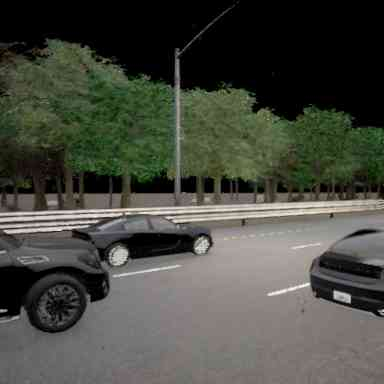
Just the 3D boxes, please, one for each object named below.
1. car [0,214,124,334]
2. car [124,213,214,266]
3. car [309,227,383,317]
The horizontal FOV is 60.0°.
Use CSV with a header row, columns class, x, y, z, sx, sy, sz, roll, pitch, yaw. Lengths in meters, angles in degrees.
class,x,y,z,sx,sy,sz,roll,pitch,yaw
car,-4.138,1.224,5.093,5.566,2.045,2.150,0,0,-35
car,-1.518,1.464,11.255,5.008,1.535,1.882,0,0,-35
car,4.461,1.484,6.918,4.892,1.490,1.837,0,0,-35
